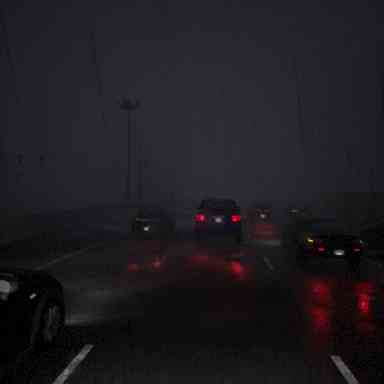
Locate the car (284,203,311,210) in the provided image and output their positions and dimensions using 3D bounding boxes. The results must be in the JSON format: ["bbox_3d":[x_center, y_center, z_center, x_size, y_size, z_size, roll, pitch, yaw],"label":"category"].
[{"bbox_3d":[9.364,1.721,29.628,1.812,1.442,4.674,0,-1,5],"label":"car"}]

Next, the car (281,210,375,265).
[{"bbox_3d":[4.458,1.607,11.972,1.812,1.442,4.674,0,0,4],"label":"car"}]

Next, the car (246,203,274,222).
[{"bbox_3d":[5.751,1.679,28.363,1.837,1.490,4.892,0,-1,5],"label":"car"}]

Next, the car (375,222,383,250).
[{"bbox_3d":[7.949,1.639,12.029,2.033,1.411,5.357,0,0,5],"label":"car"}]

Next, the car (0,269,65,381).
[{"bbox_3d":[-3.094,1.363,3.402,2.097,1.767,4.553,0,0,2],"label":"car"}]

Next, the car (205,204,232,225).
[{"bbox_3d":[2.111,1.721,26.735,1.994,1.385,4.181,0,0,5],"label":"car"}]

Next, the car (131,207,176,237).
[{"bbox_3d":[-2.042,1.591,18.670,2.128,1.511,4.902,0,0,4],"label":"car"}]

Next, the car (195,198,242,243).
[{"bbox_3d":[1.332,1.322,16.973,2.150,2.045,5.566,0,0,4],"label":"car"}]
